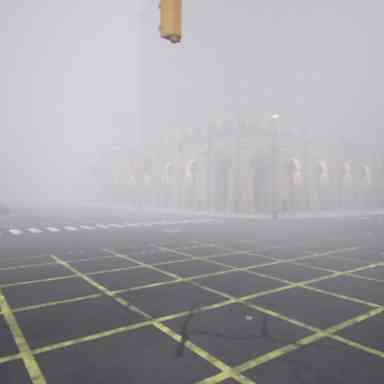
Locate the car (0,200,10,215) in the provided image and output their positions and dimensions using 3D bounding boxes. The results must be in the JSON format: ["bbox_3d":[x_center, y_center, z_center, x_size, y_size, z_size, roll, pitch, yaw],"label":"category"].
[{"bbox_3d":[-19.809,1.537,33.680,1.812,1.442,4.674,0,0,-35],"label":"car"}]
